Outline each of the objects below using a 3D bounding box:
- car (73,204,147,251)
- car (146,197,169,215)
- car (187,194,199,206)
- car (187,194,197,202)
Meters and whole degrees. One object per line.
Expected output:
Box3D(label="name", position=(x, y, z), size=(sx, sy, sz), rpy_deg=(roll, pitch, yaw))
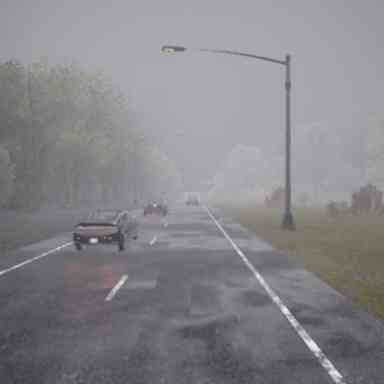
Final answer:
Box3D(label="car", position=(-3.398, 1.464, 13.935), size=(2.128, 1.511, 4.902), rpy_deg=(0, 0, 0))
Box3D(label="car", position=(-3.385, 1.288, 32.580), size=(2.097, 1.767, 4.553), rpy_deg=(0, 0, 0))
Box3D(label="car", position=(0.118, 1.459, 54.086), size=(1.994, 1.385, 4.181), rpy_deg=(0, 0, 0))
Box3D(label="car", position=(0.025, 1.224, 69.867), size=(2.097, 1.767, 4.553), rpy_deg=(0, 0, 0))
